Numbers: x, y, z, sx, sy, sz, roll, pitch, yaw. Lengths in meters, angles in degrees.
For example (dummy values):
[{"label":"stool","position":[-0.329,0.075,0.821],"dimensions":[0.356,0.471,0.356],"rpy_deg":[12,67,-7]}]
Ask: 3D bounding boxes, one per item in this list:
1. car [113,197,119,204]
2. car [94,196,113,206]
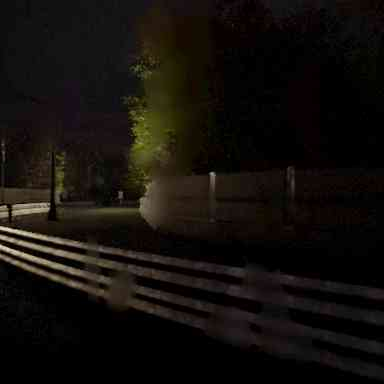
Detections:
[{"label":"car","position":[-18.513,1.920,78.380],"dimensions":[2.097,1.767,4.553],"rpy_deg":[0,0,-1]},{"label":"car","position":[-18.395,1.741,68.108],"dimensions":[2.150,2.045,5.566],"rpy_deg":[0,0,-1]}]
